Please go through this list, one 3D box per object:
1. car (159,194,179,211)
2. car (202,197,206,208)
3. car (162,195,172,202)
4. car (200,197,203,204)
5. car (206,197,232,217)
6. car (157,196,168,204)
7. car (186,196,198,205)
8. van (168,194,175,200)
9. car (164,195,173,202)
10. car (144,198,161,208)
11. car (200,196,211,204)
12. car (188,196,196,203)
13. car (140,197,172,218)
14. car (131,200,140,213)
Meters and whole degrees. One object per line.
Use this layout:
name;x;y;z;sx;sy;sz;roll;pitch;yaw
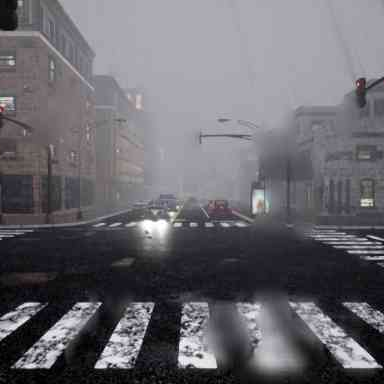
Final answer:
car;-3.136;1.235;41.002;2.150;2.045;5.566;0;0;0
car;2.644;1.597;43.137;1.802;1.307;4.206;0;0;0
car;-5.771;1.497;77.296;1.967;1.590;4.097;0;0;0
car;2.638;1.571;48.834;2.008;1.369;4.403;0;0;0
car;2.654;1.446;31.744;1.967;1.590;4.097;0;0;0
car;-5.759;1.565;65.734;1.752;1.417;4.829;0;0;0
car;0.045;1.538;60.288;1.837;1.490;4.892;0;0;0
van;-5.788;1.430;94.387;1.690;1.788;3.998;-1;0;0
car;-5.775;1.592;82.823;1.752;1.417;4.829;-1;0;0
car;-5.742;1.571;48.814;2.008;1.369;4.403;0;0;0
car;2.622;1.591;65.924;2.008;1.369;4.403;-1;0;0
car;0.013;1.572;70.705;1.812;1.442;4.674;0;0;0
car;-3.139;1.496;29.946;2.128;1.511;4.902;0;0;-2
car;-5.731;1.561;37.420;2.008;1.369;4.403;0;0;0
